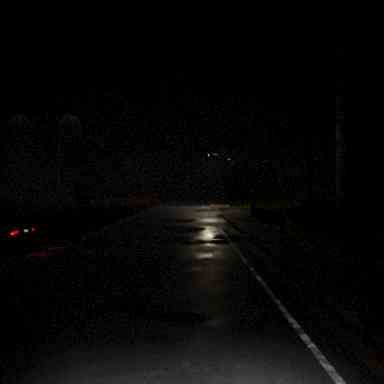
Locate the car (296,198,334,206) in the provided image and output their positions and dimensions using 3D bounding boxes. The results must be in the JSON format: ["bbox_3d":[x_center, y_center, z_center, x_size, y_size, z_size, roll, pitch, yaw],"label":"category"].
[{"bbox_3d":[14.388,1.486,38.187,4.902,1.511,2.128,0,0,0],"label":"car"}]

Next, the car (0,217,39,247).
[{"bbox_3d":[-8.940,1.545,12.978,5.357,1.411,2.033,0,0,3],"label":"car"}]
